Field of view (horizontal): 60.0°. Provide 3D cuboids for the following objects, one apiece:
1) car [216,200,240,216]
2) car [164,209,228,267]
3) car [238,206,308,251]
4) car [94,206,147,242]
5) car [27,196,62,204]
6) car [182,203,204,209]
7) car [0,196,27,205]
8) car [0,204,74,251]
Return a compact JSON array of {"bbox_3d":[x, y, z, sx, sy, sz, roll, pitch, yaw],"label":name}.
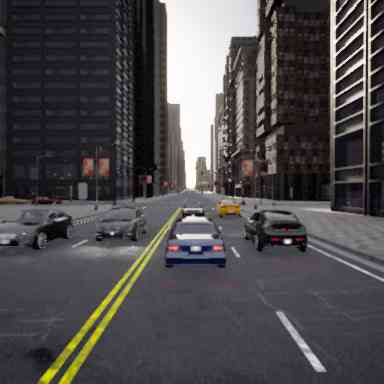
[{"bbox_3d":[3.342,1.473,30.900,1.882,1.535,5.008,0,0,0],"label":"car"},{"bbox_3d":[0.098,1.546,11.305,2.033,1.411,5.357,0,0,0],"label":"car"},{"bbox_3d":[3.346,1.501,14.050,1.837,1.490,4.892,0,0,0],"label":"car"},{"bbox_3d":[-3.352,1.503,16.415,1.837,1.490,4.892,0,0,0],"label":"car"},{"bbox_3d":[-22.792,1.397,52.328,4.507,1.381,1.887,0,0,0],"label":"car"},{"bbox_3d":[0.094,1.596,28.812,1.895,1.301,4.718,0,0,0],"label":"car"},{"bbox_3d":[-28.247,1.333,52.295,4.829,1.417,1.752,0,0,0],"label":"car"},{"bbox_3d":[-6.603,1.489,14.197,2.128,1.511,4.902,0,0,0],"label":"car"}]
